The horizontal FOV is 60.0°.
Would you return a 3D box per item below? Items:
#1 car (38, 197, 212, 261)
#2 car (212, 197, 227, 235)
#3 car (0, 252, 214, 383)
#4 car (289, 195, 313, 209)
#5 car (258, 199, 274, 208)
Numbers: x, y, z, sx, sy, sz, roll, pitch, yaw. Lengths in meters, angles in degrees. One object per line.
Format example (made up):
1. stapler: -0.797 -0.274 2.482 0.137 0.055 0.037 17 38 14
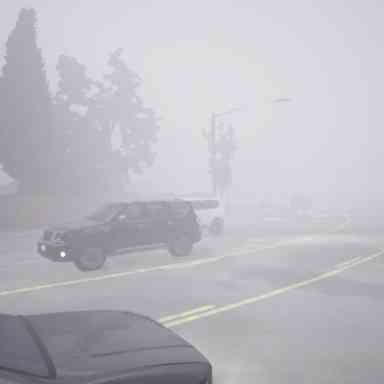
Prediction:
1. car: -2.166 1.262 11.380 5.566 2.045 2.150 0 0 -40
2. car: -0.426 1.297 17.643 2.150 2.045 5.566 0 0 44
3. car: -2.344 1.559 2.171 5.357 1.411 2.033 0 0 -36
4. car: 16.526 1.544 50.631 2.150 2.045 5.566 -1 -1 0
5. car: 12.822 2.007 57.743 1.812 1.442 4.674 -1 -1 -4
